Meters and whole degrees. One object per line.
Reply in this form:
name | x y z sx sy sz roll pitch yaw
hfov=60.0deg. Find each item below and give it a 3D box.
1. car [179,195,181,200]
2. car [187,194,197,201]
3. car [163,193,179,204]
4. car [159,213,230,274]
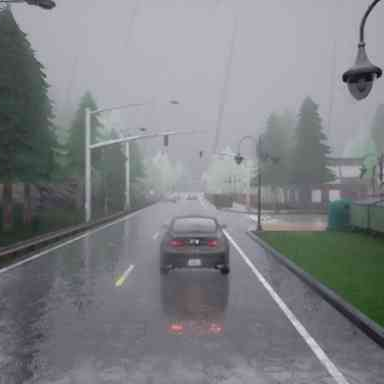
car | -3.481 0.991 69.220 1.812 1.442 4.674 0 0 0
car | 0.019 1.042 68.490 1.994 1.385 4.181 0 0 0
car | -3.551 1.112 53.650 1.812 1.442 4.674 0 0 0
car | 0.076 1.423 10.285 1.837 1.490 4.892 0 0 0
